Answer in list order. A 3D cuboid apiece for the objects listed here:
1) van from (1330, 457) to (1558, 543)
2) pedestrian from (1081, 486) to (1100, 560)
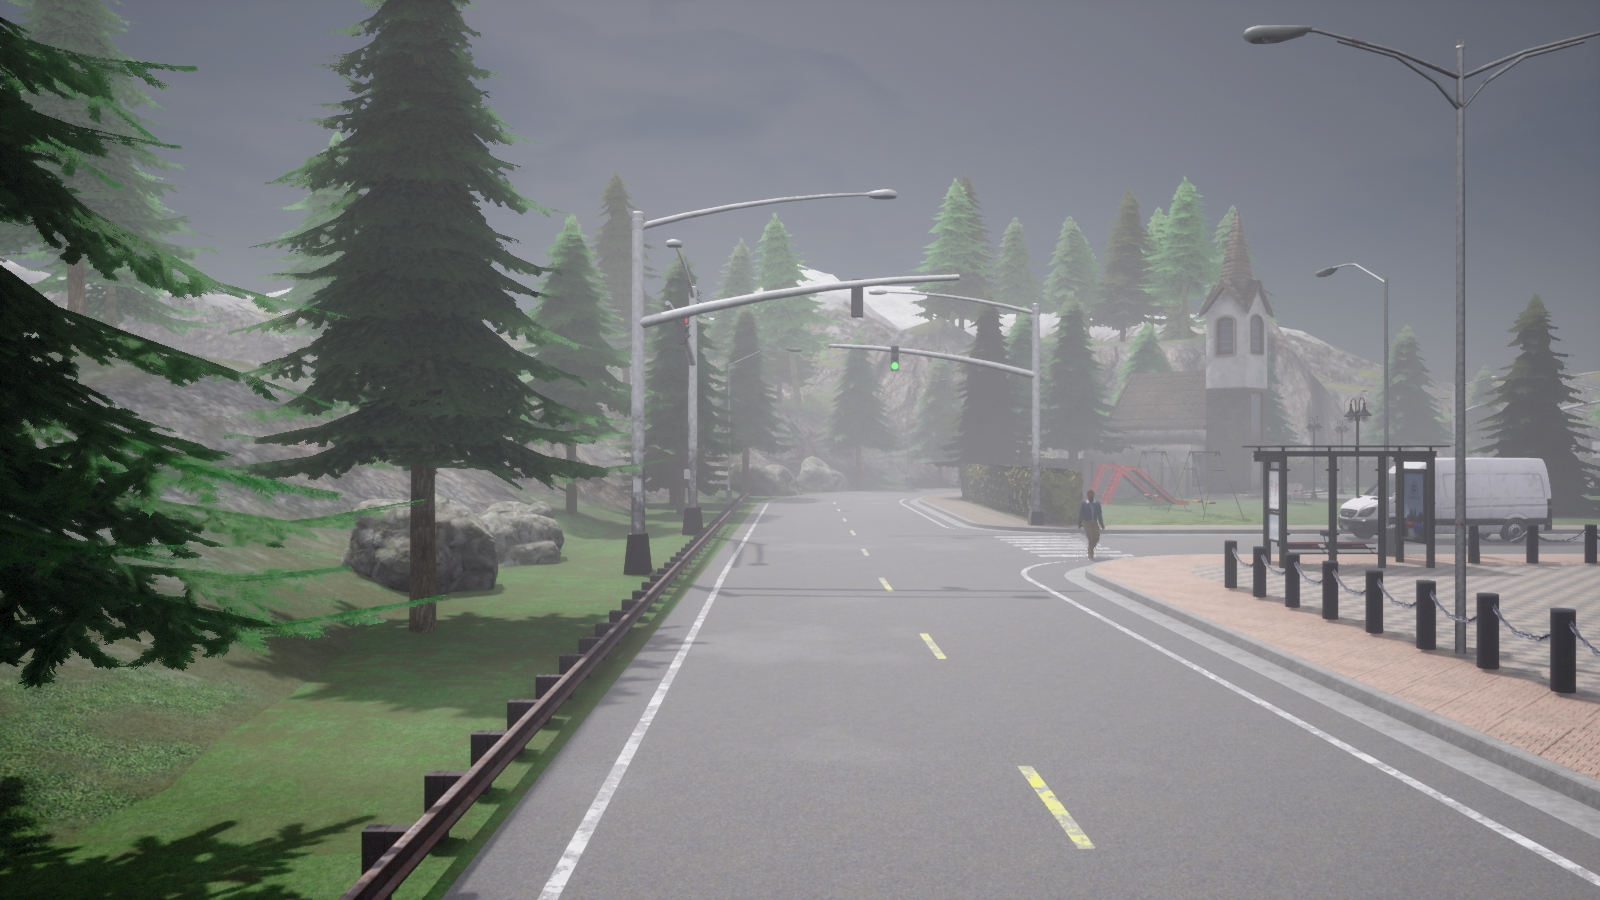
[{"bbox_3d":[19.746,1.515,35.223,5.915,2.561,1.988,0,0,0],"label":"van"},{"bbox_3d":[7.321,1.833,28.792,0.375,1.860,0.375,0,0,0],"label":"pedestrian"}]
